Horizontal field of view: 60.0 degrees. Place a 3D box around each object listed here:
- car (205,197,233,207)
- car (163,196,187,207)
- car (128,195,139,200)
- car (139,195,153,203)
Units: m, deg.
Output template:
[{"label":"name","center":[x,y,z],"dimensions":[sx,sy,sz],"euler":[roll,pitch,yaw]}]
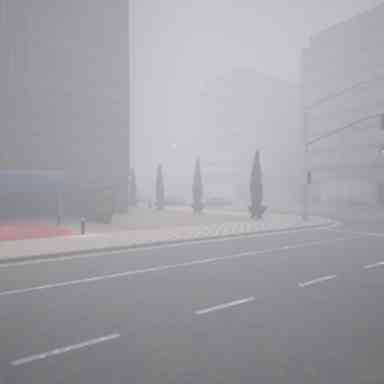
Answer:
[{"label":"car","center":[3.607,1.340,45.284],"dimensions":[1.994,1.385,4.181],"euler":[-1,0,-35]},{"label":"car","center":[-2.568,1.329,48.018],"dimensions":[1.812,1.442,4.674],"euler":[-1,0,-35]},{"label":"car","center":[-12.254,1.218,62.055],"dimensions":[1.837,1.490,4.892],"euler":[-1,0,-35]},{"label":"car","center":[-9.030,1.339,63.547],"dimensions":[1.994,1.385,4.181],"euler":[-1,0,-35]}]
